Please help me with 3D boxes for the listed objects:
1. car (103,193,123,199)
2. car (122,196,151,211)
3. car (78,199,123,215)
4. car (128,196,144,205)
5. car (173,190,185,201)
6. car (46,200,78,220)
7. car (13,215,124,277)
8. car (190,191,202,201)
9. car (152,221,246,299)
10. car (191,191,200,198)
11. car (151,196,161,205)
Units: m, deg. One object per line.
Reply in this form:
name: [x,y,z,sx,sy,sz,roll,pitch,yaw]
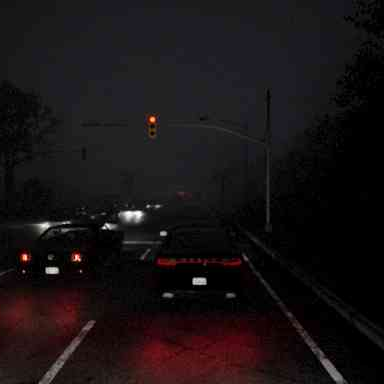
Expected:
car: [-10.180,1.205,43.123,2.150,2.045,5.566,0,0,1]
car: [-6.705,1.474,40.810,2.128,1.511,4.902,0,0,1]
car: [-6.880,1.515,25.527,1.812,1.442,4.674,0,0,1]
car: [-9.969,1.409,59.278,1.994,1.385,4.181,0,2,1]
car: [-2.808,1.043,66.869,2.033,1.411,5.357,0,3,1]
car: [-10.355,1.466,27.787,1.882,1.535,5.008,0,0,1]
car: [-3.373,1.597,10.199,1.895,1.301,4.718,0,0,-1]
car: [0.793,0.711,66.938,2.150,2.045,5.566,0,3,1]
car: [0.153,1.474,8.522,1.882,1.535,5.008,0,0,0]
car: [0.815,0.530,77.602,1.895,1.301,4.718,0,3,1]
car: [-6.505,1.383,57.047,1.882,1.535,5.008,0,2,1]
